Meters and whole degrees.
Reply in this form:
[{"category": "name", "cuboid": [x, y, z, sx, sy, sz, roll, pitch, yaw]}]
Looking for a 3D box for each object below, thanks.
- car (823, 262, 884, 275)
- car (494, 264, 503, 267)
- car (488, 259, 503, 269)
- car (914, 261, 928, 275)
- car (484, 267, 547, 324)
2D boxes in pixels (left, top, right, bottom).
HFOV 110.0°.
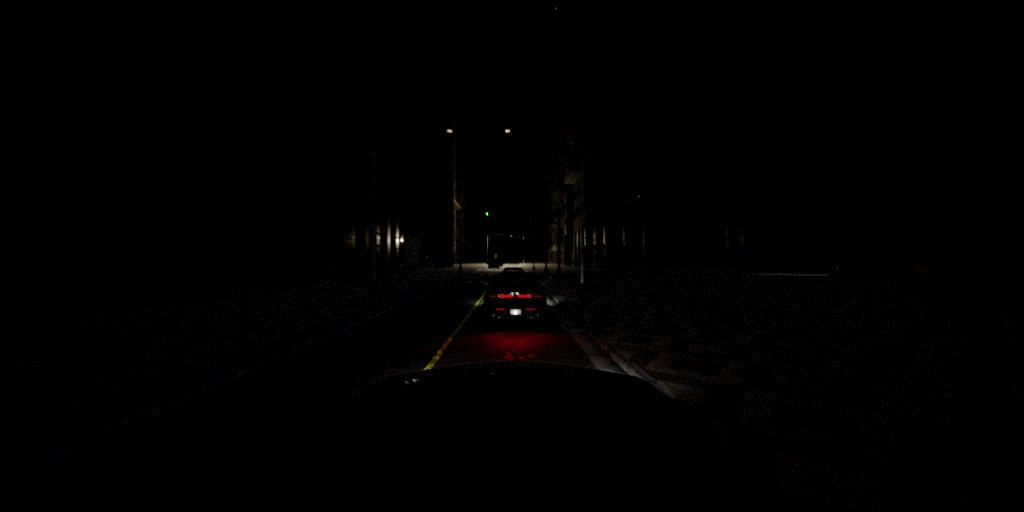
[{"category": "car", "cuboid": [34.903, 1.271, 36.781, 4.718, 1.301, 1.895, 0, -1, 0]}, {"category": "car", "cuboid": [0.087, 1.388, 22.318, 1.994, 1.385, 4.181, 0, 0, 0]}, {"category": "car", "cuboid": [-3.051, 1.505, 60.367, 2.033, 1.411, 5.357, 0, 0, 1]}, {"category": "car", "cuboid": [40.974, 1.057, 33.657, 5.008, 1.535, 1.882, 0, -1, 1]}, {"category": "car", "cuboid": [0.096, 1.291, 12.155, 1.837, 1.490, 4.892, 0, 0, 0]}]
